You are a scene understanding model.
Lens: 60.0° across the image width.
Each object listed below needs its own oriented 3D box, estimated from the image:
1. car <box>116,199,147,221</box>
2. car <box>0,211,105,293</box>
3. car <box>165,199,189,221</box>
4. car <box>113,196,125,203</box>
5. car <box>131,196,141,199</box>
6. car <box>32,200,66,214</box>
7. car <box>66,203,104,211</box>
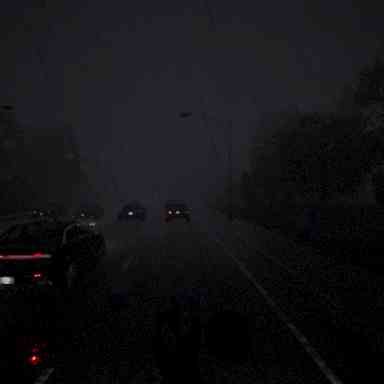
[{"bbox_3d":[-4.746,1.564,26.944,1.994,1.385,4.181,0,0,-4],"label":"car"},{"bbox_3d":[-3.669,1.495,8.859,2.128,1.511,4.902,0,0,-2],"label":"car"},{"bbox_3d":[-1.217,1.545,26.786,2.033,1.411,5.357,0,0,-4],"label":"car"},{"bbox_3d":[-15.099,1.478,68.846,1.882,1.535,5.008,0,0,-4],"label":"car"},{"bbox_3d":[-11.545,1.522,68.286,2.128,1.511,4.902,0,0,-4],"label":"car"},{"bbox_3d":[-12.074,1.510,28.587,1.837,1.490,4.892,0,0,-4],"label":"car"},{"bbox_3d":[-8.466,1.567,27.301,1.994,1.385,4.181,0,0,-4],"label":"car"}]
